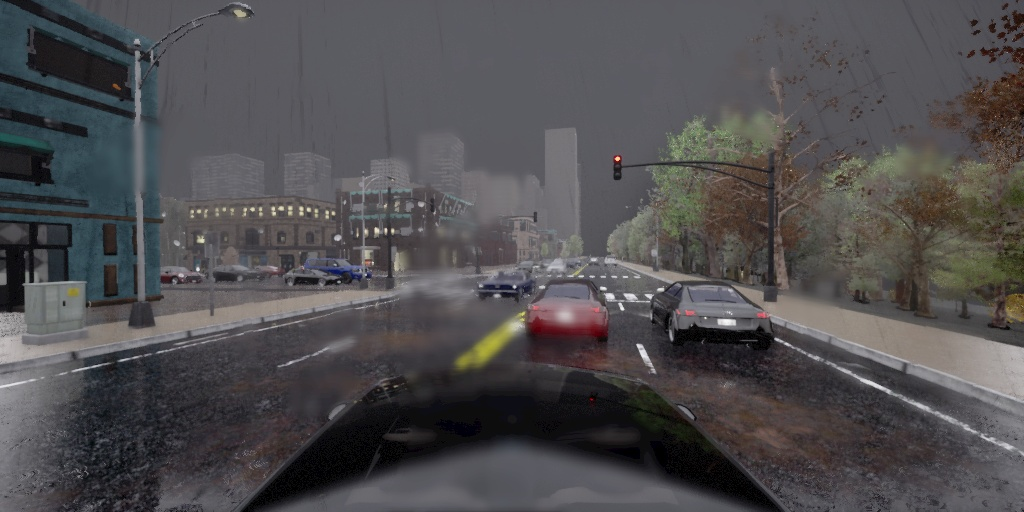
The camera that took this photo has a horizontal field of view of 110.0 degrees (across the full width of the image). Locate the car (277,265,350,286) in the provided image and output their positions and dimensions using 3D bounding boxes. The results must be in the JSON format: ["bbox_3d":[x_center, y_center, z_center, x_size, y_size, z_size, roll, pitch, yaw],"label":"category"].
[{"bbox_3d":[-14.840,1.565,26.883,4.313,1.339,1.948,0,0,13],"label":"car"}]

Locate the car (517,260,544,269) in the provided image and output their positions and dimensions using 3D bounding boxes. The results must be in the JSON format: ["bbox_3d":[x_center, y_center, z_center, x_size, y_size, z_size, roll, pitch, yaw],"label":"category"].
[{"bbox_3d":[1.866,1.245,40.166,1.837,1.490,4.892,0,0,17],"label":"car"}]

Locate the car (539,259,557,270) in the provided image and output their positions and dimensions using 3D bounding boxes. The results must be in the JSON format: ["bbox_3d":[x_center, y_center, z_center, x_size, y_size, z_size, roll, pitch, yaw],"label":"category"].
[{"bbox_3d":[5.570,1.226,55.046,2.128,1.511,4.902,0,0,13],"label":"car"}]

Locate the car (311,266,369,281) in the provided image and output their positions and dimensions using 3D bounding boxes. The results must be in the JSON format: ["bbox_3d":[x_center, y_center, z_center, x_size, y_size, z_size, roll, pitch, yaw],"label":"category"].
[{"bbox_3d":[-15.859,1.570,33.042,4.718,1.301,1.895,-1,0,16],"label":"car"}]

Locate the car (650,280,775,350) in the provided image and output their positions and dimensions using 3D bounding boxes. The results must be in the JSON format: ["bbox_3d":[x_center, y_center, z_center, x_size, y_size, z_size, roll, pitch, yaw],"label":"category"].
[{"bbox_3d":[4.813,1.312,9.219,1.994,1.385,4.181,0,0,13],"label":"car"}]

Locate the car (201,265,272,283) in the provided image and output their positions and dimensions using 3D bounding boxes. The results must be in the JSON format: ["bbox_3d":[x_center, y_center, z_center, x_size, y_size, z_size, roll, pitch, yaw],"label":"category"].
[{"bbox_3d":[-24.578,1.573,31.991,5.008,1.535,1.882,-1,0,13],"label":"car"}]

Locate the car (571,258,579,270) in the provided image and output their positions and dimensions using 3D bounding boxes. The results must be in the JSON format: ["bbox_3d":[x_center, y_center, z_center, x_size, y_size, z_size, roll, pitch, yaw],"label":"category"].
[{"bbox_3d":[8.219,1.334,52.142,1.895,1.301,4.718,0,0,13],"label":"car"}]

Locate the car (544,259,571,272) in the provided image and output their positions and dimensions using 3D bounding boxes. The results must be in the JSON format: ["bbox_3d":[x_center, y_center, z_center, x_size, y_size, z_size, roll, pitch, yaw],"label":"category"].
[{"bbox_3d":[4.817,1.266,37.821,1.812,1.442,4.674,0,0,13],"label":"car"}]

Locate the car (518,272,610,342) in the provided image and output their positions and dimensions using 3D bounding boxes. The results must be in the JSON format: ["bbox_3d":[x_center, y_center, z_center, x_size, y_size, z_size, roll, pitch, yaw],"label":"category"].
[{"bbox_3d":[1.647,1.312,9.956,1.994,1.385,4.181,0,0,13],"label":"car"}]

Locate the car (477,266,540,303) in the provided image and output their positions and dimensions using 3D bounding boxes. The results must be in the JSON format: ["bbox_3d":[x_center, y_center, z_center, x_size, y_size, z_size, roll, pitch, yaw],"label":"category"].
[{"bbox_3d":[-0.107,1.348,17.089,1.895,1.301,4.718,0,0,13],"label":"car"}]

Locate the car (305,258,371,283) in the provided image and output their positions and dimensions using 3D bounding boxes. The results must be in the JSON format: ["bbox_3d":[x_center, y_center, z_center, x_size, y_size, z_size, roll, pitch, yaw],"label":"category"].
[{"bbox_3d":[-14.498,1.196,29.584,5.566,2.045,2.150,-1,0,14],"label":"car"}]

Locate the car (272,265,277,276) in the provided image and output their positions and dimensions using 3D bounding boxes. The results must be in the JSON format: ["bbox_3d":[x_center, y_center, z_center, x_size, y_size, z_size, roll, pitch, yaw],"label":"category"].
[{"bbox_3d":[-26.365,1.655,38.376,4.207,1.307,1.802,0,0,13],"label":"car"}]

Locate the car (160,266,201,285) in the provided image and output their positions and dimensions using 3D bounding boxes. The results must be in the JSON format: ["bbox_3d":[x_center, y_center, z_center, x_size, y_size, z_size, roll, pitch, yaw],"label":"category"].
[{"bbox_3d":[-28.309,1.598,30.224,4.097,1.591,1.967,0,0,13],"label":"car"}]
